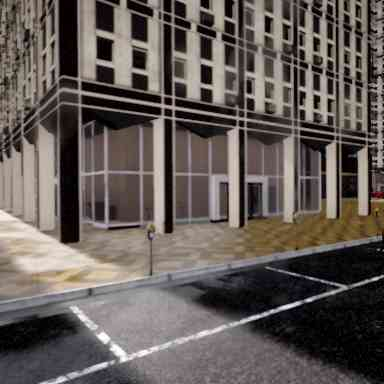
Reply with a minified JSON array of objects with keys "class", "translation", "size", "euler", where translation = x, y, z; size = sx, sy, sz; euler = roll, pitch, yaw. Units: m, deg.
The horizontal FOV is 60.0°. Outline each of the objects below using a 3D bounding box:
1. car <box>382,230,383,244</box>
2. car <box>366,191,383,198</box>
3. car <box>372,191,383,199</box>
[{"class":"car","translation":[9.291,1.460,13.174],"size":[4.313,1.339,1.947],"euler":[0,0,-35]},{"class":"car","translation":[37.003,0.525,65.659],"size":[1.802,1.307,4.206],"euler":[1,1,-36]},{"class":"car","translation":[33.469,0.700,56.200],"size":[1.802,1.307,4.206],"euler":[1,1,-36]}]
